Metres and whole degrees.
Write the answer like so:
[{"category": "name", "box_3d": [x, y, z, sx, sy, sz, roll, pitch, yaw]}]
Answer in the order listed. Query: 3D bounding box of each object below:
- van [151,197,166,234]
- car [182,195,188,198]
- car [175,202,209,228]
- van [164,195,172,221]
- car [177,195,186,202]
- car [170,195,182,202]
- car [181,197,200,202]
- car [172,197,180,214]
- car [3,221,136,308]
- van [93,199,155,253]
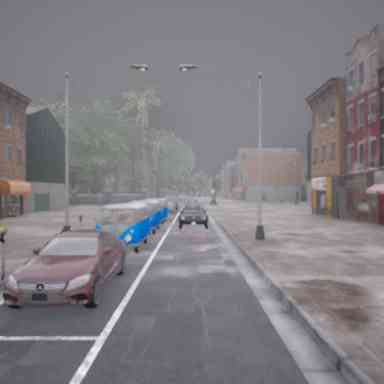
[{"category": "van", "box_3d": [-2.645, 1.345, 18.779, 1.690, 1.788, 3.998, 0, 0, 0]}, {"category": "car", "box_3d": [-2.668, 1.571, 78.784, 1.967, 1.590, 4.097, 0, 0, 0]}, {"category": "car", "box_3d": [0.090, 1.606, 22.273, 1.895, 1.301, 4.718, 0, 0, 0]}, {"category": "van", "box_3d": [-2.647, 1.347, 24.244, 1.690, 1.788, 3.998, 0, 0, 0]}, {"category": "car", "box_3d": [-2.669, 1.599, 84.472, 1.967, 1.590, 4.097, 0, 0, 0]}, {"category": "car", "box_3d": [-2.653, 1.331, 40.636, 2.192, 1.841, 5.009, 0, 0, 0]}, {"category": "car", "box_3d": [0.079, 1.579, 39.774, 1.994, 1.385, 4.181, 0, 0, 0]}, {"category": "car", "box_3d": [-2.651, 1.562, 35.172, 2.008, 1.369, 4.403, 0, 0, 0]}, {"category": "car", "box_3d": [-2.641, 1.583, 7.850, 1.802, 1.307, 4.206, 0, 0, 0]}, {"category": "van", "box_3d": [-2.643, 1.344, 13.315, 1.690, 1.788, 3.998, 0, 0, 0]}]
